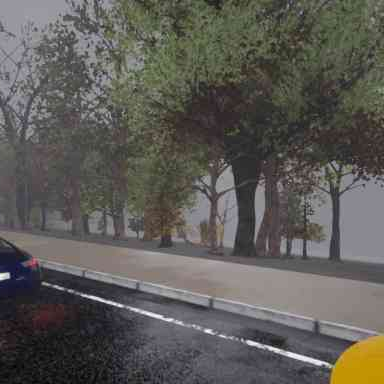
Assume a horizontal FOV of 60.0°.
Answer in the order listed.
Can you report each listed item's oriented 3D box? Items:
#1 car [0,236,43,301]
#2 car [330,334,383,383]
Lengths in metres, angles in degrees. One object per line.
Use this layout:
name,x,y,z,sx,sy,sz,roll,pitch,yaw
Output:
car,-5.204,1.562,7.407,4.181,1.385,1.994,0,0,36
car,3.229,1.478,1.381,5.008,1.535,1.882,0,0,36
